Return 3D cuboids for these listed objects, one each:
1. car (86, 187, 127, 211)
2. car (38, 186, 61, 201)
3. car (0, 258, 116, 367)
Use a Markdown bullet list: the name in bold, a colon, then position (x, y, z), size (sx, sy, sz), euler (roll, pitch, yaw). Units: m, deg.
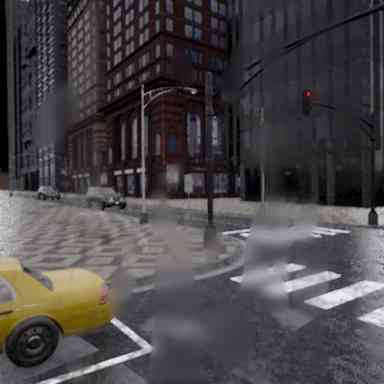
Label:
- **car**: position (-7.951, 0.532, 30.406), size (2.150, 2.045, 5.566), euler (-1, 2, -36)
- **car**: position (-20.905, 0.135, 48.557), size (2.150, 2.045, 5.566), euler (-1, 1, -36)
- **car**: position (-3.446, 1.533, 4.192), size (4.829, 1.417, 1.752), euler (-1, 1, -35)
